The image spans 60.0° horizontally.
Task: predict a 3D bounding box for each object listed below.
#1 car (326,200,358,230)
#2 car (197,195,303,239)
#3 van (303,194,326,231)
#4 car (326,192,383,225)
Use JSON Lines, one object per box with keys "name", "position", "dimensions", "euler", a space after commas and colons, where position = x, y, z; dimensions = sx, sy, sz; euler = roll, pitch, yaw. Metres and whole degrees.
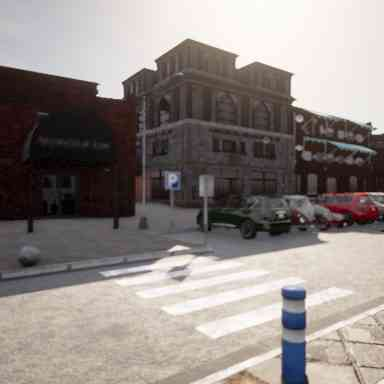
{"name": "car", "position": [7.194, 1.415, 20.553], "dimensions": [2.163, 1.488, 4.792], "euler": [-1, 0, -35]}
{"name": "car", "position": [2.521, 1.173, 17.314], "dimensions": [2.435, 2.045, 5.566], "euler": [0, 0, -35]}
{"name": "van", "position": [4.872, 1.180, 18.800], "dimensions": [1.878, 1.987, 4.442], "euler": [0, 0, -35]}
{"name": "car", "position": [9.325, 1.113, 22.132], "dimensions": [2.435, 2.045, 5.566], "euler": [-1, 0, -35]}
